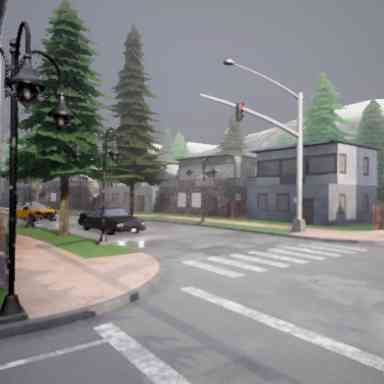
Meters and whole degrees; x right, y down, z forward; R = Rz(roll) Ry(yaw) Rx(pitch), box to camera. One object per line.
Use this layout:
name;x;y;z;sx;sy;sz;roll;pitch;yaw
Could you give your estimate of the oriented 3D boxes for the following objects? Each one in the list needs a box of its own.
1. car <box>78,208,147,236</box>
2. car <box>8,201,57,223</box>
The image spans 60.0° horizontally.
car;-4.842;1.625;19.501;2.033;1.411;5.357;1;-1;-42
car;-12.631;1.525;26.344;5.008;1.535;1.882;0;-1;37
